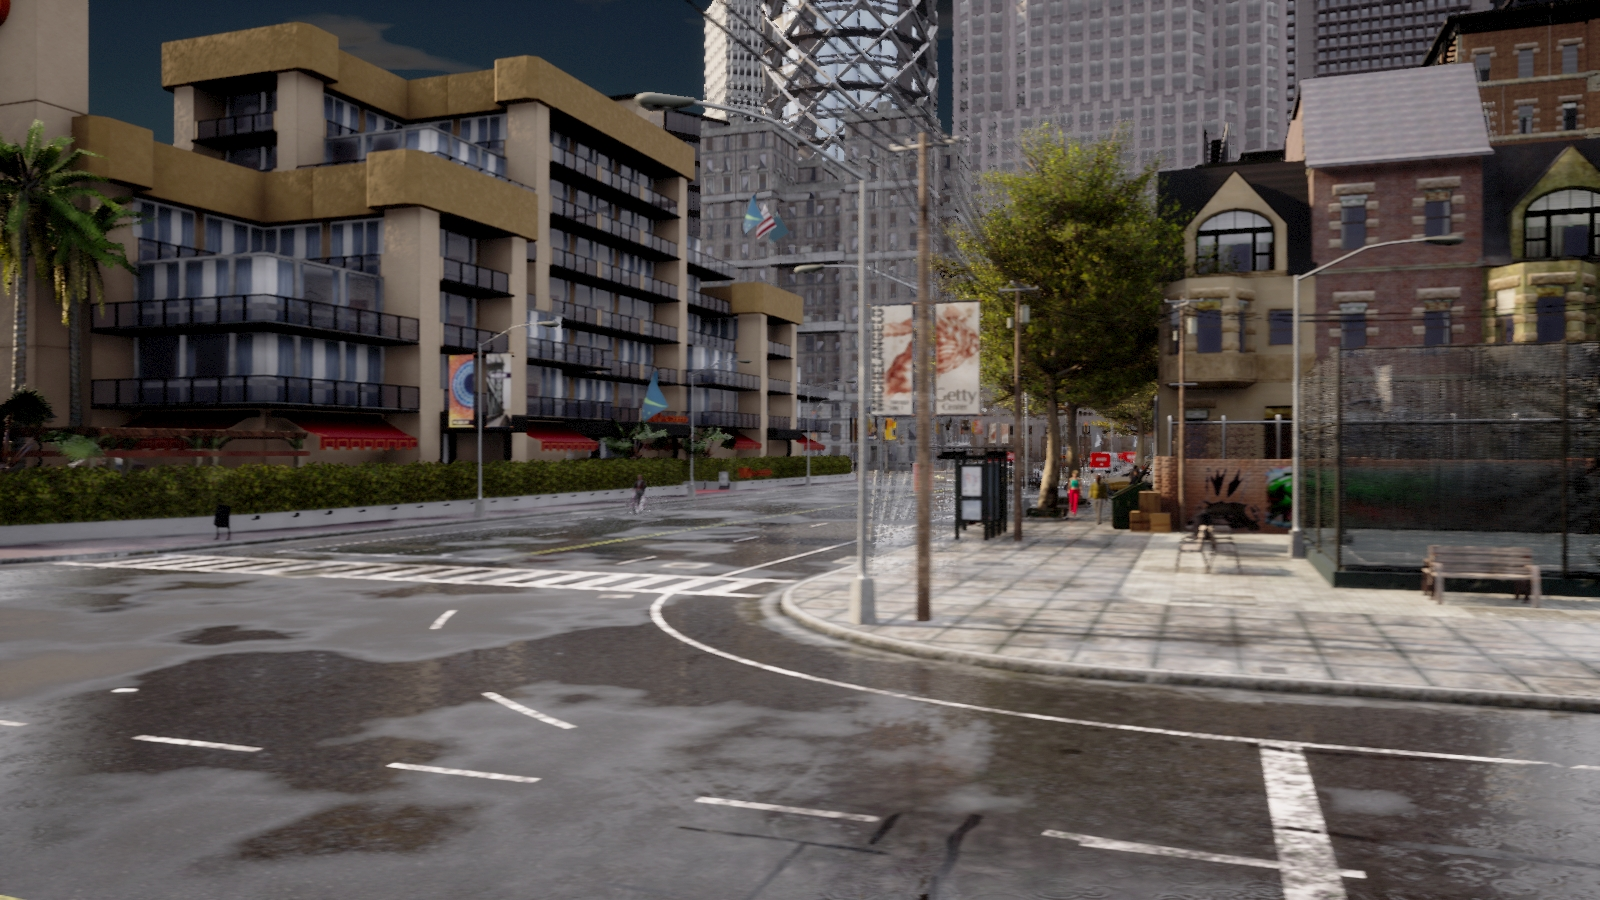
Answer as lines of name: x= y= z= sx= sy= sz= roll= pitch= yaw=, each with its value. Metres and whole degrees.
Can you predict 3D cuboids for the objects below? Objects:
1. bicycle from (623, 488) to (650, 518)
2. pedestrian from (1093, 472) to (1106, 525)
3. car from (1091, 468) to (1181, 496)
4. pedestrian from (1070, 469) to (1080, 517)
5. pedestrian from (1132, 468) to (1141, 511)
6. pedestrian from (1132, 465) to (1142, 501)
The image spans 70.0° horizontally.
bicycle: x=-6.830 y=2.210 z=47.737 sx=0.329 sy=1.171 sz=1.835 roll=0 pitch=0 yaw=19
pedestrian: x=10.507 y=1.696 z=40.097 sx=0.375 sy=1.860 sz=0.375 roll=0 pitch=0 yaw=23
car: x=21.297 y=1.992 z=72.415 sx=5.027 sy=1.651 sz=2.152 roll=0 pitch=0 yaw=37
pedestrian: x=10.826 y=1.699 z=45.012 sx=0.375 sy=1.860 sz=0.375 roll=0 pitch=0 yaw=13
pedestrian: x=14.475 y=1.696 z=49.130 sx=0.375 sy=1.860 sz=0.375 roll=0 pitch=0 yaw=20
pedestrian: x=17.523 y=1.696 z=59.407 sx=0.375 sy=1.860 sz=0.375 roll=0 pitch=0 yaw=-44
